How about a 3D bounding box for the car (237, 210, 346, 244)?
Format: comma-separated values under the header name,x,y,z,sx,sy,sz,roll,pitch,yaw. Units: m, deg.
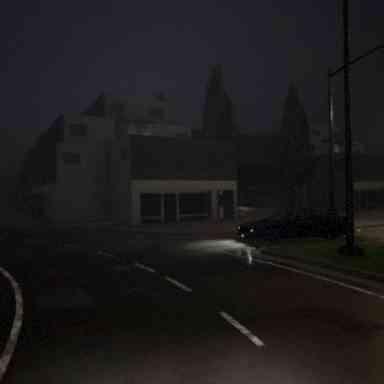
name,x,y,z,sx,sy,sz,roll,pitch,yaw
car,4.886,1.549,15.709,5.357,1.411,2.033,-1,0,-14
